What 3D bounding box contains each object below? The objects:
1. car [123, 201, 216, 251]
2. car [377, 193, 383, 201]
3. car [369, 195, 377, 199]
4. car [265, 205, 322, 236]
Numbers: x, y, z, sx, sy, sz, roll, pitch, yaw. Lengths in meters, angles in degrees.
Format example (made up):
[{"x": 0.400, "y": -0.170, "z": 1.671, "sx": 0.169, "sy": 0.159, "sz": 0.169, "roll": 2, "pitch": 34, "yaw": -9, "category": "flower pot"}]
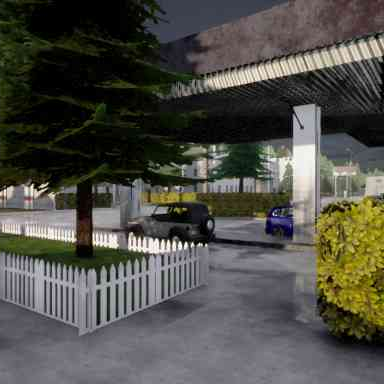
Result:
[{"x": -0.912, "y": 1.313, "z": 13.790, "sx": 3.866, "sy": 1.878, "sz": 1.905, "roll": 0, "pitch": 0, "yaw": 35, "category": "car"}, {"x": 25.851, "y": 1.077, "z": 43.467, "sx": 1.905, "sy": 1.878, "sz": 3.866, "roll": 0, "pitch": 0, "yaw": 35, "category": "car"}, {"x": 33.119, "y": 1.298, "z": 60.206, "sx": 2.007, "sy": 1.523, "sz": 4.514, "roll": 0, "pitch": 0, "yaw": 35, "category": "car"}, {"x": 5.890, "y": 1.480, "z": 15.937, "sx": 4.611, "sy": 1.667, "sz": 2.242, "roll": 0, "pitch": 0, "yaw": 35, "category": "car"}]
